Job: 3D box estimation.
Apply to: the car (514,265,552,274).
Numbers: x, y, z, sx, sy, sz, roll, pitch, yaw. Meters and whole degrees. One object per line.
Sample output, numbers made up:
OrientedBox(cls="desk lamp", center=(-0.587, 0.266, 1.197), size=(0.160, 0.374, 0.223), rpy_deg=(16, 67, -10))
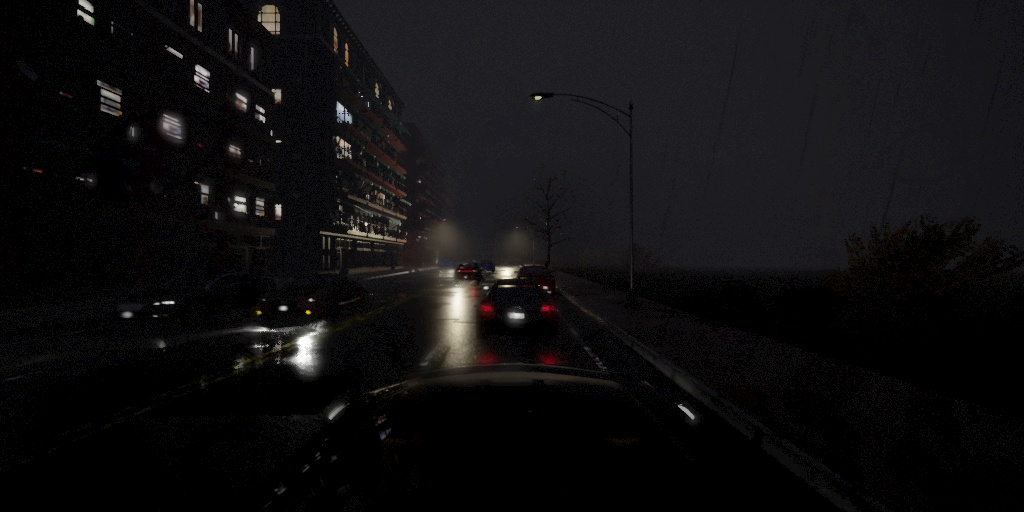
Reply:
OrientedBox(cls="car", center=(1.149, 1.230, 18.960), size=(1.882, 1.535, 5.008), rpy_deg=(0, 0, 0))

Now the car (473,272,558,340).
OrientedBox(cls="car", center=(0.107, 1.315, 10.040), size=(1.994, 1.385, 4.181), rpy_deg=(0, 0, 0))

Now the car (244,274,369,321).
OrientedBox(cls="car", center=(-6.592, 1.315, 12.323), size=(1.994, 1.385, 4.181), rpy_deg=(0, 0, 0))

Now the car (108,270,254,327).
OrientedBox(cls="car", center=(-9.844, 1.243, 11.624), size=(2.128, 1.511, 4.902), rpy_deg=(0, 0, 0))

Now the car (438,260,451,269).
OrientedBox(cls="car", center=(-9.801, 1.275, 54.447), size=(1.812, 1.442, 4.674), rpy_deg=(0, 0, 0))

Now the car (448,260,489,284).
OrientedBox(cls="car", center=(-3.131, 1.242, 26.944), size=(2.128, 1.511, 4.902), rpy_deg=(0, 0, 0))

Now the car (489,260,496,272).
OrientedBox(cls="car", center=(-3.117, 1.228, 45.011), size=(1.882, 1.535, 5.008), rpy_deg=(0, 0, 0))
